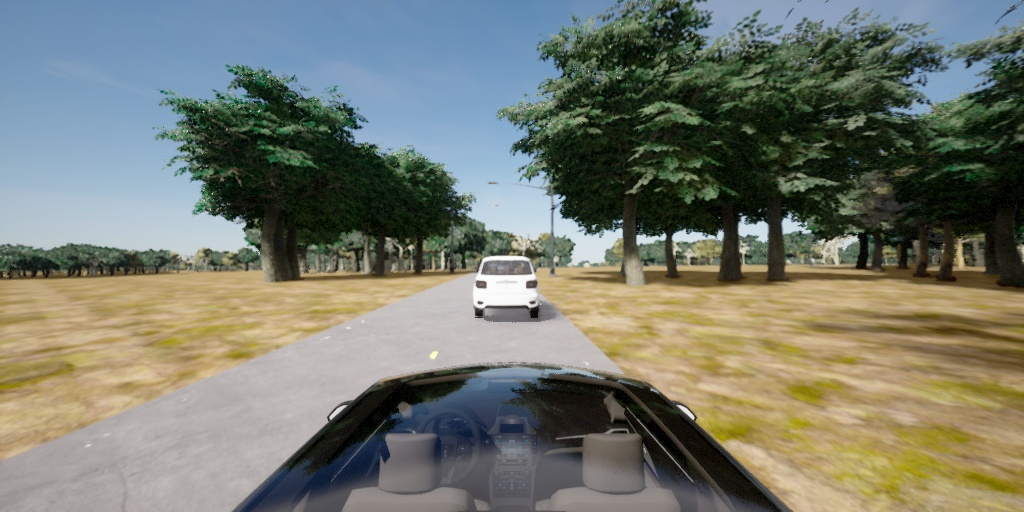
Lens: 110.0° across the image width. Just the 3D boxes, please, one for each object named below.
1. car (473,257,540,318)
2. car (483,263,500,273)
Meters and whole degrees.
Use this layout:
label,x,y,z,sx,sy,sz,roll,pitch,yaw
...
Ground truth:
label,x,y,z,sx,sy,sz,roll,pitch,yaw
car,-0.202,1.043,13.549,2.150,2.045,5.566,0,0,-1
car,-3.556,2.026,62.357,1.882,1.535,5.008,-1,-1,9
